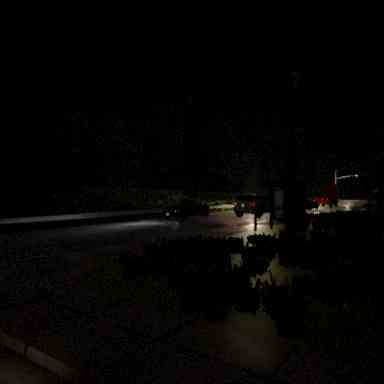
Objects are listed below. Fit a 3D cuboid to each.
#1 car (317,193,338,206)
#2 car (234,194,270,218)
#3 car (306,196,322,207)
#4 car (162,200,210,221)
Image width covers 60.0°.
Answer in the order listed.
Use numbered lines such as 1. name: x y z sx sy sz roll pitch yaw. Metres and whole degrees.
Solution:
1. car: 20.140 1.185 49.721 2.150 2.045 5.566 0 0 36
2. car: 5.817 1.185 29.702 2.150 2.045 5.566 0 0 37
3. car: 14.283 1.527 41.524 1.994 1.385 4.181 0 0 36
4. car: -0.405 1.444 27.294 2.128 1.511 4.902 0 0 36
